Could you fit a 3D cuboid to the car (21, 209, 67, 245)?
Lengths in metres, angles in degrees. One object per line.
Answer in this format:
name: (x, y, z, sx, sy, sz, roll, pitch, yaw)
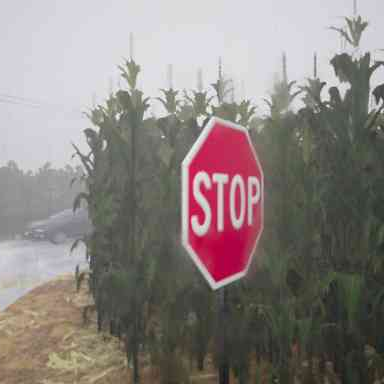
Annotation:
car: (-5.472, 1.490, 15.782, 1.837, 1.490, 4.892, 0, 0, 36)
